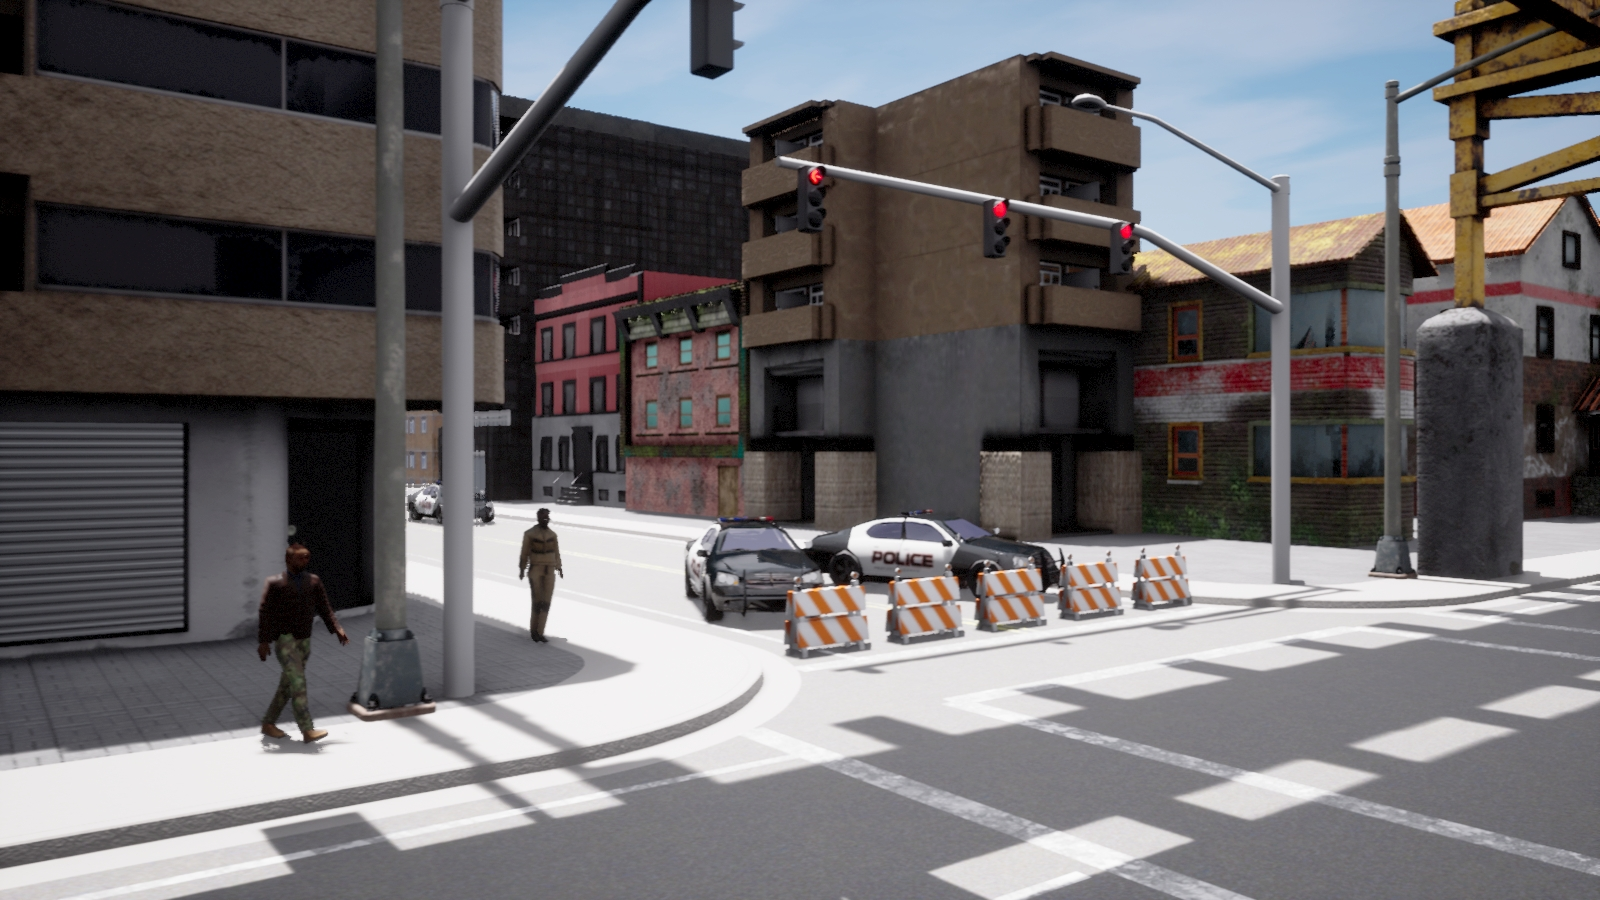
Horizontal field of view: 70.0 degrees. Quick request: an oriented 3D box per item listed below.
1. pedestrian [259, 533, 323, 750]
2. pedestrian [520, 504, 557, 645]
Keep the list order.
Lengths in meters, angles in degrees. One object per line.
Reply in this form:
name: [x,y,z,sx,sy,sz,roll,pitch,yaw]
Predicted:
pedestrian: [-4.560,1.692,10.239,0.375,1.860,0.375,0,0,32]
pedestrian: [-3.570,1.681,15.594,0.375,1.860,0.375,0,0,-34]
